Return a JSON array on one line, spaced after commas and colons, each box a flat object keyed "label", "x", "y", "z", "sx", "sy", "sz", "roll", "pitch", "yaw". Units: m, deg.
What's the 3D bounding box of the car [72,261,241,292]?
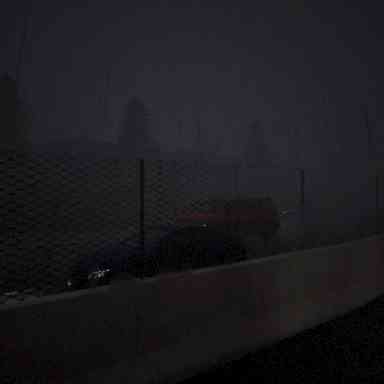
[{"label": "car", "x": -0.647, "y": 1.535, "z": 8.130, "sx": 4.674, "sy": 1.442, "sz": 1.812, "roll": 0, "pitch": 0, "yaw": -39}]
